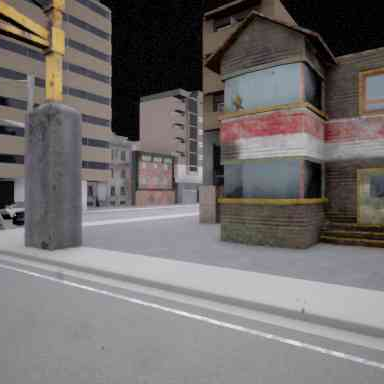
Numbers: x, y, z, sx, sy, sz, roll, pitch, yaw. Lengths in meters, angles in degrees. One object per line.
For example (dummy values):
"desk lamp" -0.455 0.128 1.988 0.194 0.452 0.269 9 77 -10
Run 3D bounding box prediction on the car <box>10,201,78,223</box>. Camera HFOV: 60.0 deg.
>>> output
"car" -10.071 1.295 23.047 1.853 1.218 4.536 0 0 15

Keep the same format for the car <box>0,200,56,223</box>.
"car" -13.287 1.453 25.671 4.974 1.542 2.038 0 0 -30

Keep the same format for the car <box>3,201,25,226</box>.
"car" -10.085 1.453 22.997 2.038 1.542 4.974 0 0 15

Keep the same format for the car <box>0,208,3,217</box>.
"car" -13.242 1.295 25.697 4.536 1.218 1.853 0 0 -30
